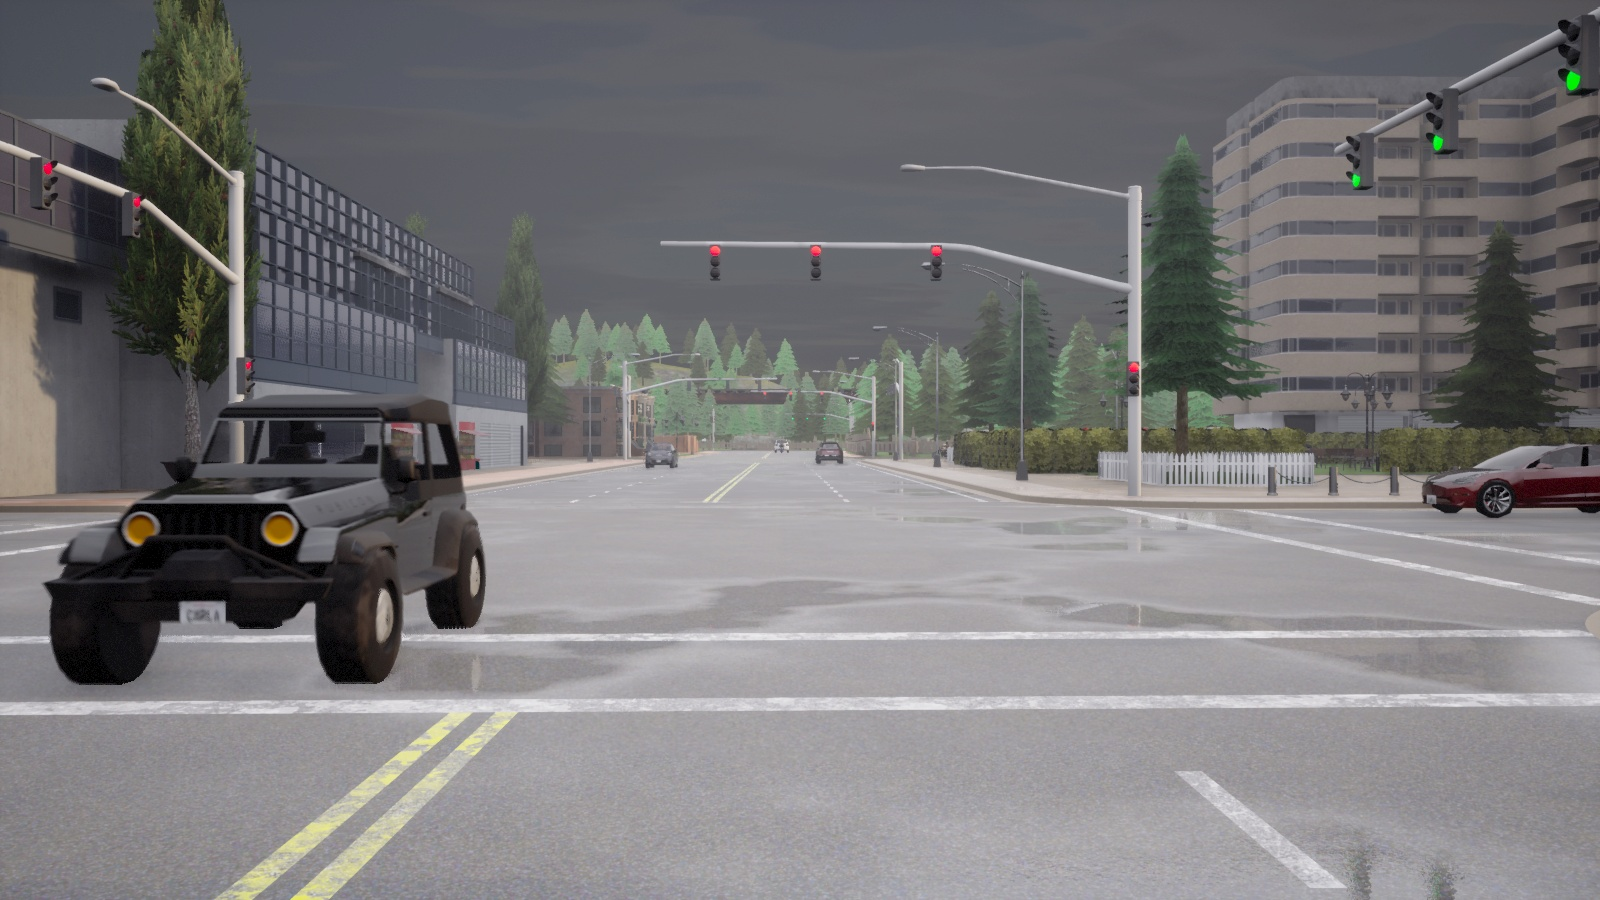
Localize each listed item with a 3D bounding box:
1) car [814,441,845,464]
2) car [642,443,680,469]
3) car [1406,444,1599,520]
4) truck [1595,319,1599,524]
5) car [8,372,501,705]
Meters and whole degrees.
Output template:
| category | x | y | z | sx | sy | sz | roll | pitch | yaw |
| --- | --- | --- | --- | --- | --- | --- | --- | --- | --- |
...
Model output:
| category | x | y | z | sx | sy | sz | roll | pitch | yaw |
| --- | --- | --- | --- | --- | --- | --- | --- | --- | --- |
| car | 2.115 | 0.165 | 90.991 | 2.033 | 1.649 | 4.856 | 0 | 0 | -1 |
| car | -8.147 | 0.337 | 73.780 | 1.845 | 1.501 | 3.633 | 0 | 0 | -1 |
| car | 15.302 | 0.614 | 25.652 | 4.792 | 1.488 | 2.163 | 0 | 0 | -1 |
| truck | 19.204 | -0.528 | 22.210 | 8.468 | 3.827 | 2.891 | 0 | 0 | -1 |
| car | -3.536 | 0.489 | 9.017 | 1.905 | 1.878 | 3.866 | 0 | 0 | -1 |
